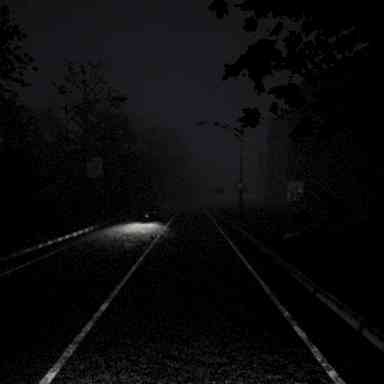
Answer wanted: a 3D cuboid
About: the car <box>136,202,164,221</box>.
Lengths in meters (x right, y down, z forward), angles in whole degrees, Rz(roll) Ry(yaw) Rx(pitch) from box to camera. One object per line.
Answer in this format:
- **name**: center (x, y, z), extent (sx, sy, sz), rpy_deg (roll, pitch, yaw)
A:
- **car**: center (-3.479, 1.609, 28.096), extent (2.128, 1.511, 4.902), rpy_deg (0, 0, 0)
